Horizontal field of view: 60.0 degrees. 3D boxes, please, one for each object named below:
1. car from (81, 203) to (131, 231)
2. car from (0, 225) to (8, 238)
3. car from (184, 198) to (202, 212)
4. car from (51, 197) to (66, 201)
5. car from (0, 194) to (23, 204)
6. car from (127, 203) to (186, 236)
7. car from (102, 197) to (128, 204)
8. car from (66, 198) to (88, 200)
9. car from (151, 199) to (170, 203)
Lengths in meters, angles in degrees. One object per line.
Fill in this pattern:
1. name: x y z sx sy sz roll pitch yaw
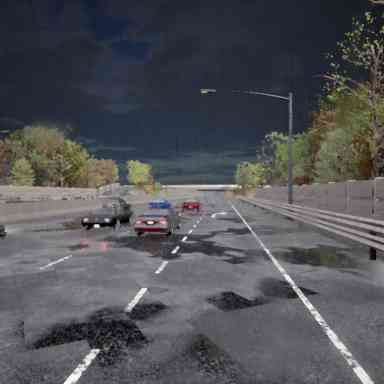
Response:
1. car: -5.096 1.600 20.763 1.895 1.301 4.718 0 0 5
2. car: -9.357 1.547 12.441 2.033 1.411 5.357 0 0 5
3. car: 0.057 1.481 38.984 1.882 1.535 5.008 0 0 5
4. car: -20.206 1.538 50.315 1.812 1.442 4.674 0 0 5
5. car: -24.311 1.358 43.805 2.097 1.767 4.553 0 0 6
6. car: -1.777 1.546 18.622 2.033 1.411 5.357 0 0 5
7. car: -7.510 1.355 32.994 2.097 1.767 4.553 0 0 5
8. car: -16.686 1.614 50.415 1.895 1.301 4.718 0 0 5
9. car: -3.573 1.481 37.729 1.882 1.535 5.008 0 0 5
